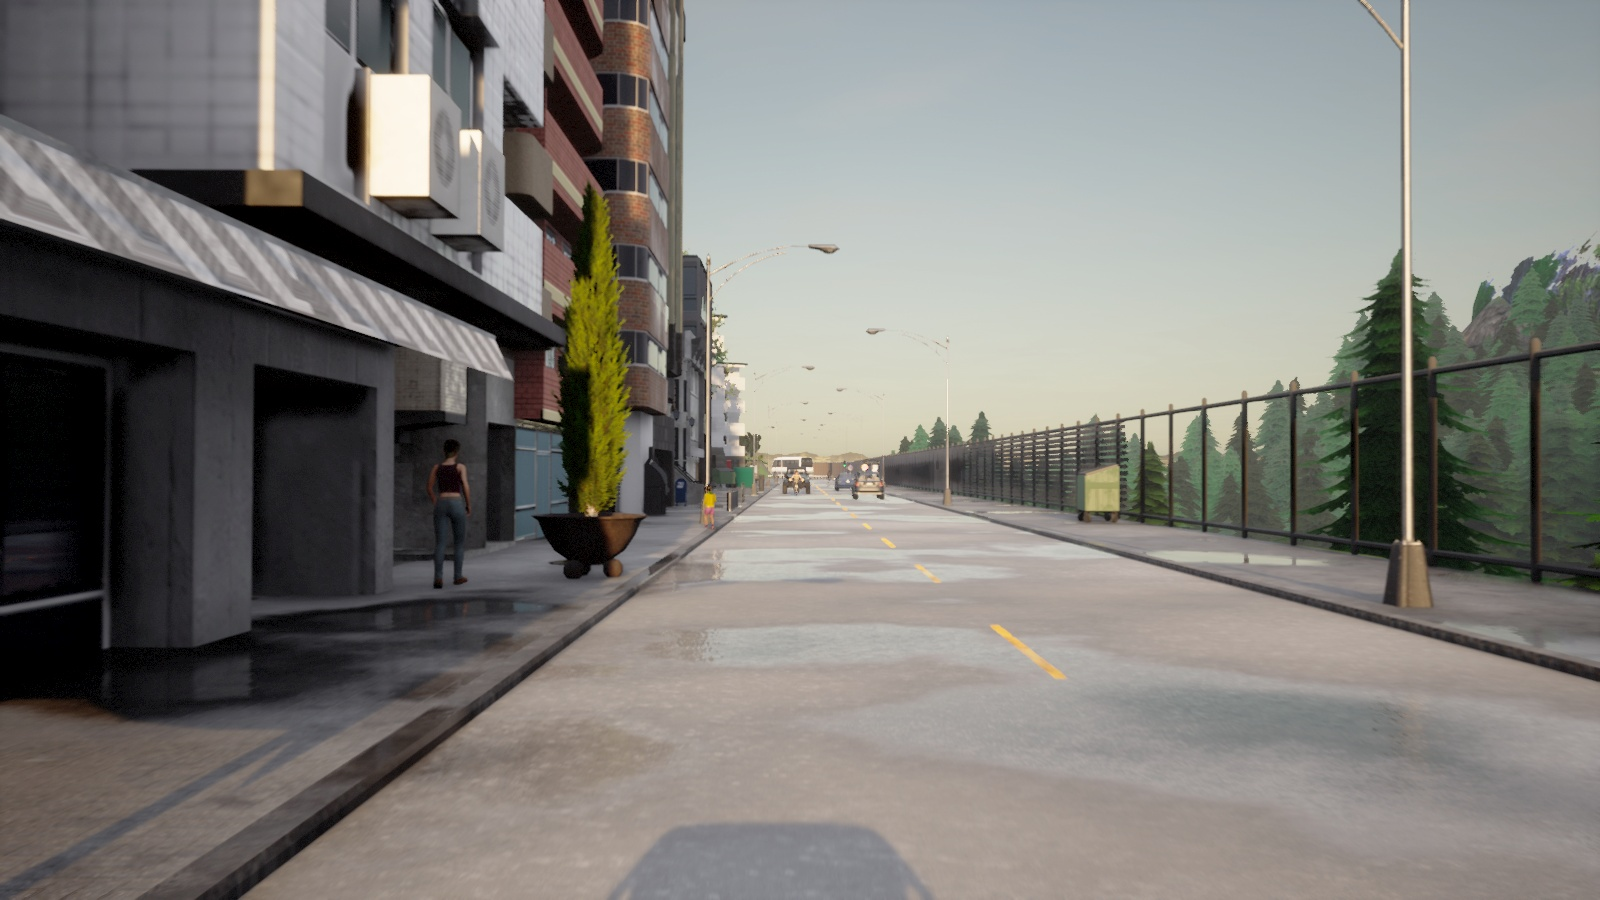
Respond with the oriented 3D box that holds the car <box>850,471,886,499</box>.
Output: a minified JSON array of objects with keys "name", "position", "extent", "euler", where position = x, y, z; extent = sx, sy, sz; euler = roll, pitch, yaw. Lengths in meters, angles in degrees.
[{"name":"car","position":[3.817,1.964,70.834],"extent":[1.789,1.549,3.705],"euler":[0,-1,0]}]

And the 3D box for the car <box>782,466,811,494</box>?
[{"name":"car","position":[-0.219,2.040,85.346],"extent":[1.905,1.878,3.866],"euler":[0,-1,0]}]

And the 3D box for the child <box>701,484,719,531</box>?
[{"name":"child","position":[-2.248,1.438,31.309],"extent":[0.299,1.160,0.473],"euler":[0,-1,-24]}]

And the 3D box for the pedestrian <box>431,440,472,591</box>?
[{"name":"pedestrian","position":[-4.333,0.804,15.629],"extent":[0.345,1.836,0.594],"euler":[0,-1,0]}]
